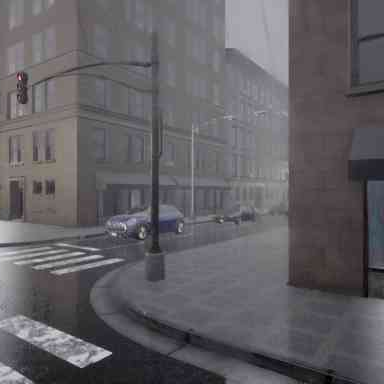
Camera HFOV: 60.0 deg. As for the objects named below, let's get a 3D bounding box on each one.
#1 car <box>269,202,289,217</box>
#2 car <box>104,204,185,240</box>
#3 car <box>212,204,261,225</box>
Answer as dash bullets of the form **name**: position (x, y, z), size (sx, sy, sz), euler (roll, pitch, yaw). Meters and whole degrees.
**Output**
- **car**: position (9.842, 1.743, 34.757), size (2.033, 1.411, 5.357), euler (0, 0, 36)
- **car**: position (-2.384, 1.432, 17.574), size (2.097, 1.767, 4.553), euler (0, 0, 35)
- **car**: position (3.653, 1.686, 26.075), size (2.033, 1.411, 5.357), euler (0, 0, 35)
